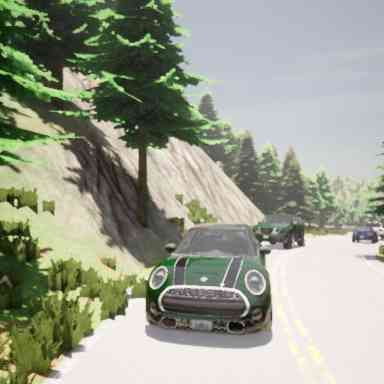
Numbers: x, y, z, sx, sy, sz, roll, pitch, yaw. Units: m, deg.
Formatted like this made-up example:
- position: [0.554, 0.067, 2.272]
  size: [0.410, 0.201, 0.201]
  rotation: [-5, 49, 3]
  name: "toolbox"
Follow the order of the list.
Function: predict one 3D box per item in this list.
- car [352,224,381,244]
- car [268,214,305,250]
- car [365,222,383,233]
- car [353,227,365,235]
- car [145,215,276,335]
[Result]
- position: [16.183, 3.995, 31.081]
  size: [1.812, 1.442, 4.674]
  rotation: [-1, -6, 34]
  name: "car"
- position: [5.473, 2.362, 20.635]
  size: [2.150, 2.045, 5.566]
  rotation: [-1, -6, 31]
  name: "car"
- position: [21.832, 4.650, 39.765]
  size: [2.150, 2.045, 5.566]
  rotation: [-1, -6, 33]
  name: "car"
- position: [31.280, 7.252, 62.273]
  size: [1.812, 1.442, 4.674]
  rotation: [0, -6, 25]
  name: "car"
- position: [0.583, 1.493, 7.222]
  size: [2.097, 1.767, 4.553]
  rotation: [0, -2, 11]
  name: "car"
